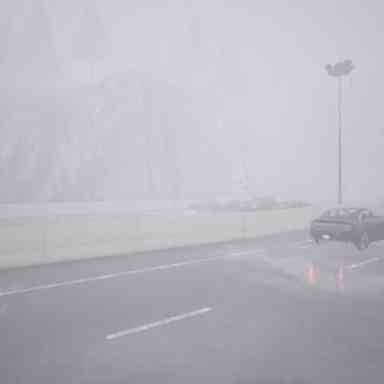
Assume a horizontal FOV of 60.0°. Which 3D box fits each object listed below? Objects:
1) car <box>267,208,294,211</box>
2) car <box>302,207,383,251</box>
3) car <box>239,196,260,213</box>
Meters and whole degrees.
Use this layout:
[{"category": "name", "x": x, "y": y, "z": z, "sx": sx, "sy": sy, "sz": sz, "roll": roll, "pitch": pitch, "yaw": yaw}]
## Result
[{"category": "car", "x": 8.894, "y": 1.407, "z": 29.682, "sx": 5.357, "sy": 1.411, "sz": 2.033, "roll": -1, "pitch": 0, "yaw": -44}, {"category": "car", "x": 6.735, "y": 1.389, "z": 13.644, "sx": 4.902, "sy": 1.511, "sz": 2.128, "roll": -1, "pitch": 0, "yaw": -40}, {"category": "car", "x": 6.488, "y": 1.204, "z": 32.224, "sx": 4.553, "sy": 1.767, "sz": 2.097, "roll": -1, "pitch": 0, "yaw": -44}]
